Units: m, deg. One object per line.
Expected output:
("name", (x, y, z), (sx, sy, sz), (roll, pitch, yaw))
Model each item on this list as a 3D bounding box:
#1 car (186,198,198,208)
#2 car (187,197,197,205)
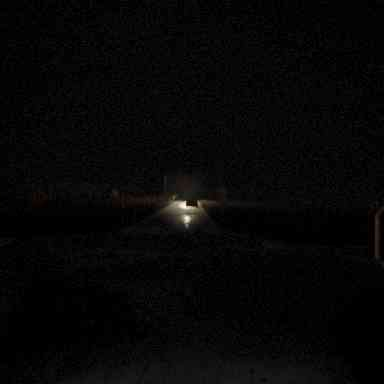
("car", (-0.008, 1.801, 58.505), (2.097, 1.767, 4.553), (0, 0, 0))
("car", (-0.009, 1.889, 68.569), (2.128, 1.511, 4.902), (0, 0, 0))
